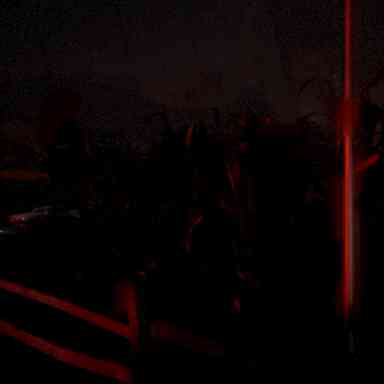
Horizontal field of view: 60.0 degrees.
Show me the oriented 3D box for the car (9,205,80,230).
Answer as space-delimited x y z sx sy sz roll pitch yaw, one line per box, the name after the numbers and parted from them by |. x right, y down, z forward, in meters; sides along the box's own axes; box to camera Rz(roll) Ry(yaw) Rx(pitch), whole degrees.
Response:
-9.887 1.646 22.635 1.812 1.442 4.674 0 0 35 | car
